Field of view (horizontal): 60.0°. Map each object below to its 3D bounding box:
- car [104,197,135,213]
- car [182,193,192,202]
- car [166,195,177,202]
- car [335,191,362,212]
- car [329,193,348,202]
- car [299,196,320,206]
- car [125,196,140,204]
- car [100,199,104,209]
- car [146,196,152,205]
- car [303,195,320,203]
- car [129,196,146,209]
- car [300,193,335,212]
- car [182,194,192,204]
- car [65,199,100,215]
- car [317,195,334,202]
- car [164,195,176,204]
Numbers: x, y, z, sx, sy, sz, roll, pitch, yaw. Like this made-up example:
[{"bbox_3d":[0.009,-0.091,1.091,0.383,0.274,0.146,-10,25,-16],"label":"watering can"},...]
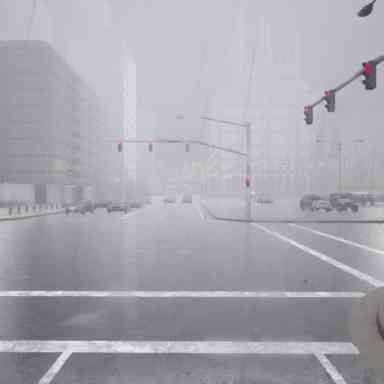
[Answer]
[{"bbox_3d":[-7.963,1.564,36.774,1.994,1.385,4.181,0,0,0],"label":"car"},{"bbox_3d":[-1.056,1.181,74.431,2.097,1.767,4.553,0,0,0],"label":"car"},{"bbox_3d":[-4.556,1.351,74.443,2.128,1.511,4.902,0,0,0],"label":"car"},{"bbox_3d":[16.085,1.156,35.719,1.905,1.878,3.866,0,0,0],"label":"car"},{"bbox_3d":[30.086,1.153,68.360,1.932,1.855,4.605,0,0,0],"label":"car"},{"bbox_3d":[18.763,1.395,53.190,1.970,1.475,3.806,0,0,0],"label":"car"},{"bbox_3d":[-11.539,1.547,65.032,2.033,1.411,5.357,0,0,0],"label":"car"},{"bbox_3d":[-11.497,1.601,43.536,1.895,1.301,4.718,0,0,0],"label":"car"},{"bbox_3d":[-8.052,1.487,57.590,2.128,1.511,4.902,0,0,0],"label":"car"},{"bbox_3d":[24.508,1.395,68.301,1.970,1.475,3.806,0,0,0],"label":"car"},{"bbox_3d":[-8.006,1.352,45.476,2.097,1.767,4.553,0,0,0],"label":"car"},{"bbox_3d":[13.191,1.153,35.769,1.932,1.855,4.605,0,0,0],"label":"car"},{"bbox_3d":[-1.011,1.601,65.703,1.895,1.301,4.718,0,0,0],"label":"car"},{"bbox_3d":[-11.450,1.491,34.182,2.128,1.511,4.902,0,0,0],"label":"car"},{"bbox_3d":[27.403,1.364,68.305,1.784,1.438,3.905,0,0,0],"label":"car"},{"bbox_3d":[-4.511,1.564,65.605,1.994,1.385,4.181,0,0,0],"label":"car"}]
